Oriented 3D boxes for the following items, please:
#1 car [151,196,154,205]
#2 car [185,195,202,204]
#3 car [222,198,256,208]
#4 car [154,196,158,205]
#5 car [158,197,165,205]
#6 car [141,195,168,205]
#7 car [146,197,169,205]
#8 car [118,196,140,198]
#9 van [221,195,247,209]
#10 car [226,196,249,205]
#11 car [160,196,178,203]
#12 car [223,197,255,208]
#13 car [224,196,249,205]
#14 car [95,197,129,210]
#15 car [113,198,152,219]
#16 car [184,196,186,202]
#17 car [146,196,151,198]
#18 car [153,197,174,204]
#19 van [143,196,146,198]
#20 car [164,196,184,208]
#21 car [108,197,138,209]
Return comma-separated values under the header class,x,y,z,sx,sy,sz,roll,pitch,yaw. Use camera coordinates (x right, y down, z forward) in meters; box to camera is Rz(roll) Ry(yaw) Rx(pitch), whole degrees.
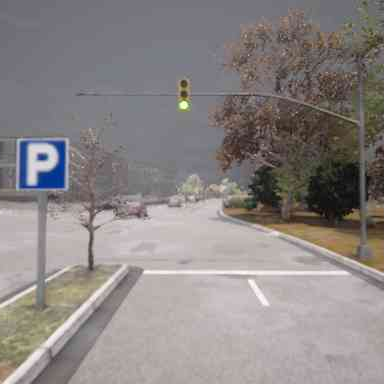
class,x,y,z,sx,sy,sz,roll,pitch,yaw
car,-9.982,1.975,62.126,4.674,1.452,2.002,-1,0,-14
car,0.464,2.027,81.020,2.128,1.511,4.902,0,-1,9
car,7.893,1.821,55.825,5.366,1.575,1.946,1,-1,-14
car,-9.625,2.006,65.130,4.674,1.452,2.002,-1,-1,-13
car,-8.840,2.066,71.116,4.674,1.452,2.002,-1,0,-12
car,-8.405,1.804,74.127,5.566,2.045,2.435,-1,-1,-12
car,-7.998,2.086,77.105,5.008,1.535,2.097,-1,-1,-12
car,-11.082,1.807,50.163,5.366,1.575,1.946,-1,-1,-15
van,7.003,1.539,49.860,4.442,1.987,1.878,1,0,-14
car,9.959,1.864,73.411,4.553,1.767,2.185,1,0,-12
car,-6.052,2.079,89.033,4.553,1.767,2.185,-1,0,-11
car,7.372,1.668,52.830,4.553,1.767,2.185,1,-1,-14
car,9.089,1.808,67.538,4.553,1.767,2.185,1,-1,-12
car,-11.711,1.819,47.168,4.792,1.488,2.163,-1,0,-15
car,-5.034,1.468,28.795,1.812,1.442,4.674,1,-1,3
car,-5.029,2.264,94.982,5.008,1.535,2.097,-1,-1,-10
car,-10.340,1.906,59.130,4.892,1.521,2.231,-1,-1,-14
car,-7.064,2.146,83.070,5.008,1.535,2.097,-1,0,-11
van,-10.553,1.647,56.160,4.442,1.987,1.878,-1,-1,-14
car,-2.901,1.931,55.620,1.812,1.442,4.674,0,1,6
car,-11.003,1.718,53.117,4.553,1.767,2.185,-1,-1,-15
